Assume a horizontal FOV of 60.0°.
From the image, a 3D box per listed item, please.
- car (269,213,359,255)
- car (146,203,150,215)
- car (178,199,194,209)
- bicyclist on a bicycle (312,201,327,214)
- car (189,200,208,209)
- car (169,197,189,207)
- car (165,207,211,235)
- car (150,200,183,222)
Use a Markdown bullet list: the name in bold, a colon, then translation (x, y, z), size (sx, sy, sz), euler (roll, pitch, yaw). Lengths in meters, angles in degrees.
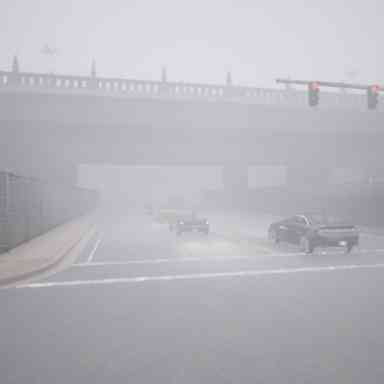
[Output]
- **car**: translation (4.890, 1.619, 14.098), size (2.128, 1.511, 4.902), euler (0, -1, -10)
- **car**: translation (-4.658, 2.034, 41.098), size (2.033, 1.411, 5.357), euler (0, -1, -12)
- **car**: translation (-1.180, 2.116, 59.016), size (1.882, 1.535, 5.008), euler (0, -1, -12)
- **bicyclist on a bicycle**: translation (9.865, 1.505, 25.730), size (1.656, 1.620, 0.582), euler (-1, -1, -12)
- **car**: translation (0.957, 2.120, 49.135), size (1.895, 1.301, 4.718), euler (0, -1, -12)
- **car**: translation (-2.336, 1.753, 47.536), size (2.150, 2.045, 5.566), euler (0, -1, -12)
- **car**: translation (-0.278, 1.842, 20.669), size (1.895, 1.301, 4.718), euler (0, -1, -12)
- **car**: translation (-2.466, 1.841, 30.845), size (1.882, 1.535, 5.008), euler (0, -1, -12)
